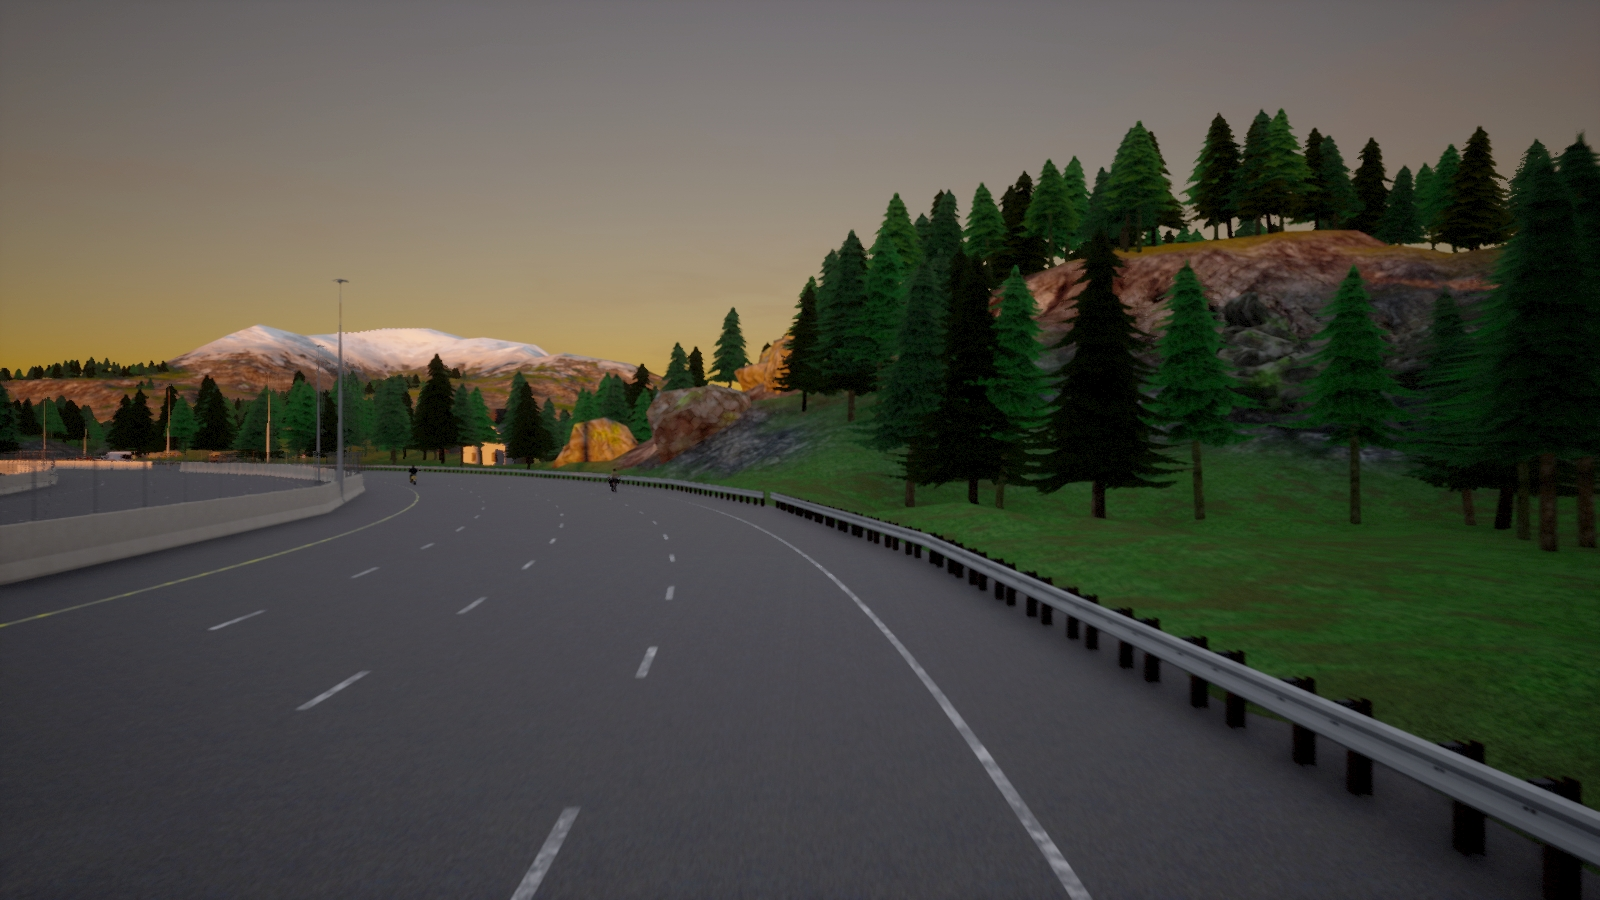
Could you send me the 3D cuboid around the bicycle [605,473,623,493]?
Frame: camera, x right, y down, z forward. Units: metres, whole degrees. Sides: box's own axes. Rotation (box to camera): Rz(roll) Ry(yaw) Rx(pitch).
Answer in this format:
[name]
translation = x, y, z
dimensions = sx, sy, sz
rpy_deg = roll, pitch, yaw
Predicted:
[bicycle]
translation = -12.104, 2.151, 74.335
dimensions = 0.859, 1.295, 1.487
rpy_deg = 0, 0, -19
